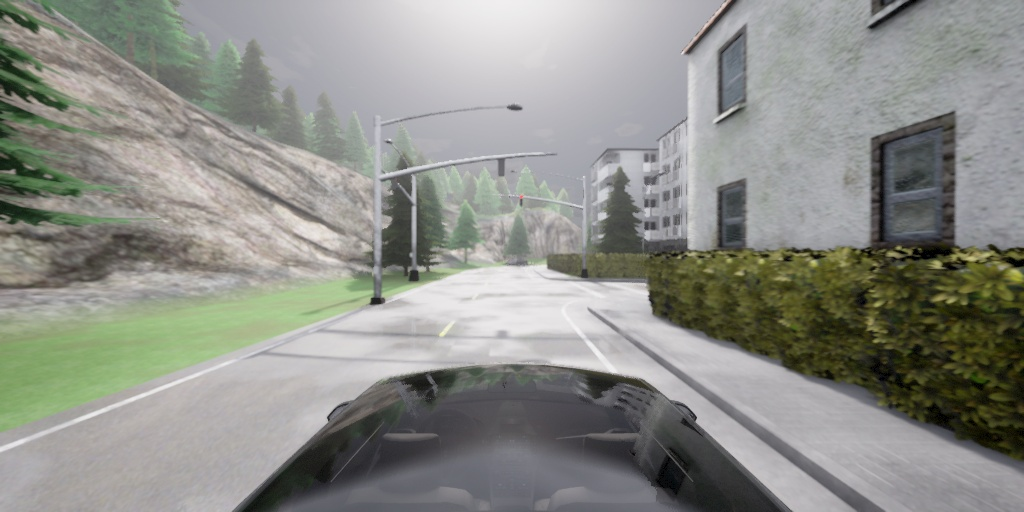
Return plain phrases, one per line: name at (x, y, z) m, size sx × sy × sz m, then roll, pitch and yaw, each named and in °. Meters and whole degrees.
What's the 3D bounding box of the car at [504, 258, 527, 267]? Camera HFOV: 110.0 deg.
car at (0.695, 1.086, 61.460) m, size 1.837 × 1.490 × 4.892 m, roll 0°, pitch 2°, yaw 37°
